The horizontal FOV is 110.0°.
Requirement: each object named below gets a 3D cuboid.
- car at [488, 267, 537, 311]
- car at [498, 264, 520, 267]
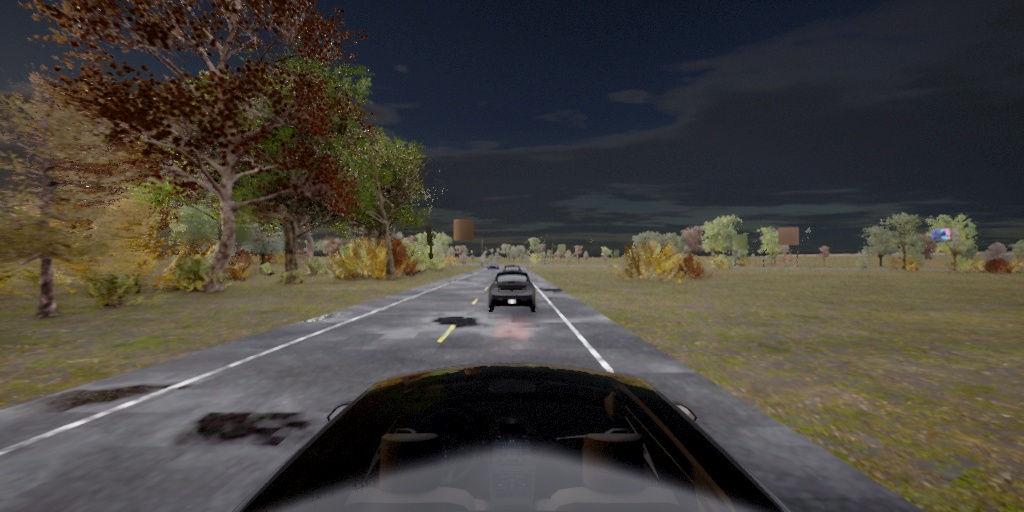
[{"bbox_3d":[0.022,1.397,15.339,1.837,1.490,4.892,0,0,1],"label":"car"},{"bbox_3d":[0.023,1.547,30.330,1.837,1.490,4.892,0,0,1],"label":"car"}]
